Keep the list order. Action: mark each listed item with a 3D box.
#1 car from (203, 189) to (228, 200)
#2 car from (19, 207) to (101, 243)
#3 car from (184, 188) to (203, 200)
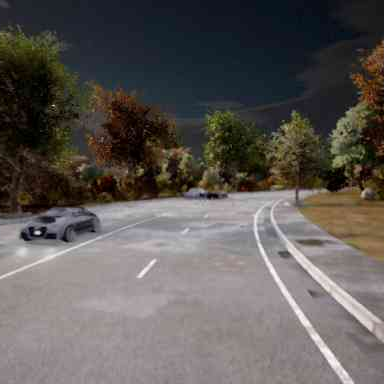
[{"bbox_3d":[3.706,0.422,48.371,1.895,1.301,4.718,-1,1,25],"label":"car"},{"bbox_3d":[-5.813,1.370,15.137,1.994,1.385,4.181,0,1,9],"label":"car"},{"bbox_3d":[0.497,0.206,49.766,2.097,1.767,4.553,-1,1,25],"label":"car"}]
